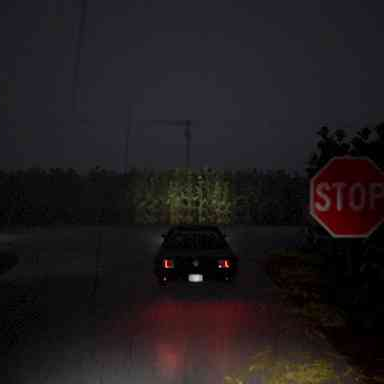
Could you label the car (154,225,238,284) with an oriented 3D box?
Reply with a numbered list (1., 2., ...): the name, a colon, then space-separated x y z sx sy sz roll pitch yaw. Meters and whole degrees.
1. car: 0.051 1.598 9.508 1.895 1.301 4.718 0 0 -1
